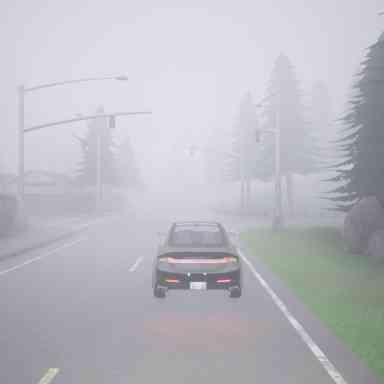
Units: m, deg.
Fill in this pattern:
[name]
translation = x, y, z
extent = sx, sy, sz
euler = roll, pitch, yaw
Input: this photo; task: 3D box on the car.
[car]
translation = 0.118, 1.491, 8.487
extent = 2.128, 1.511, 4.902
euler = 0, 0, 0
